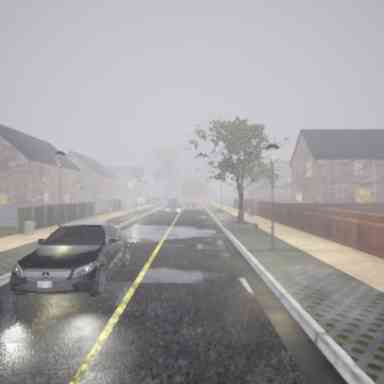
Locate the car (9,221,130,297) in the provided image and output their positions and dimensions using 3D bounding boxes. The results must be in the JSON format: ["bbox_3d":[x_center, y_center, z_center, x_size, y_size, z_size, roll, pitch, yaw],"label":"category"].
[{"bbox_3d":[-2.850,1.538,8.774,1.812,1.442,4.674,0,0,0],"label":"car"}]

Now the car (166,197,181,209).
[{"bbox_3d":[-2.816,1.569,50.580,2.097,1.767,4.553,0,0,0],"label":"car"}]

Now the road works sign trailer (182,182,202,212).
[{"bbox_3d":[-0.002,0.615,41.113,2.380,3.560,2.880,0,0,0],"label":"road works sign trailer"}]
